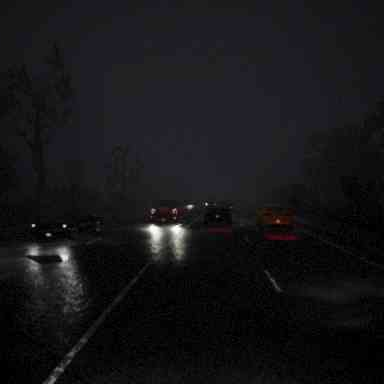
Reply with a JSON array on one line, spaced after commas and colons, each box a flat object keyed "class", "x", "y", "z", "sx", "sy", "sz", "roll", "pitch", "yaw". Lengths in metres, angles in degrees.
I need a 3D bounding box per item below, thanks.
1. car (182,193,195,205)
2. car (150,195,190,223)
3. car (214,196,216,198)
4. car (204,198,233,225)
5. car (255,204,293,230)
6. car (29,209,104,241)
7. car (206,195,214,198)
[{"class": "car", "x": -0.745, "y": 1.168, "z": 58.712, "sx": 2.150, "sy": 2.045, "sz": 5.566, "roll": 0, "pitch": 0, "yaw": 8}, {"class": "car", "x": -1.719, "y": 1.327, "z": 25.053, "sx": 2.097, "sy": 1.767, "sz": 4.553, "roll": 0, "pitch": 0, "yaw": 7}, {"class": "car", "x": 4.177, "y": 1.468, "z": 41.712, "sx": 2.128, "sy": 1.511, "sz": 4.902, "roll": 0, "pitch": 0, "yaw": 8}, {"class": "car", "x": 1.935, "y": 1.463, "z": 24.344, "sx": 1.882, "sy": 1.535, "sz": 5.008, "roll": 0, "pitch": 0, "yaw": 7}, {"class": "car", "x": 5.080, "y": 1.474, "z": 21.036, "sx": 1.882, "sy": 1.535, "sz": 5.008, "roll": 0, "pitch": 0, "yaw": 6}, {"class": "car", "x": -6.124, "y": 1.572, "z": 16.830, "sx": 1.895, "sy": 1.301, "sz": 4.718, "roll": 0, "pitch": 0, "yaw": 5}, {"class": "car", "x": 3.829, "y": 1.426, "z": 66.190, "sx": 1.882, "sy": 1.535, "sz": 5.008, "roll": 0, "pitch": 0, "yaw": 8}]
